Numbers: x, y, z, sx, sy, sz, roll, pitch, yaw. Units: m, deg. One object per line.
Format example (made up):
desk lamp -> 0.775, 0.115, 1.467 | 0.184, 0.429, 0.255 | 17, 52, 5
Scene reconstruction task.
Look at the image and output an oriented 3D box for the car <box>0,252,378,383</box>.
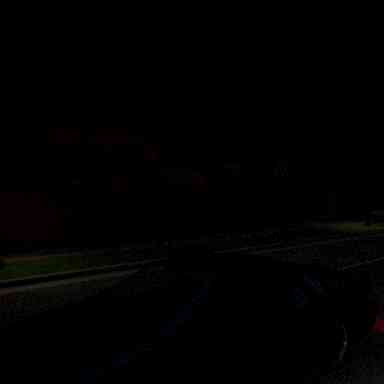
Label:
car -> 0.210, 1.546, 4.133 | 5.357, 1.411, 2.033 | 0, 0, -35
